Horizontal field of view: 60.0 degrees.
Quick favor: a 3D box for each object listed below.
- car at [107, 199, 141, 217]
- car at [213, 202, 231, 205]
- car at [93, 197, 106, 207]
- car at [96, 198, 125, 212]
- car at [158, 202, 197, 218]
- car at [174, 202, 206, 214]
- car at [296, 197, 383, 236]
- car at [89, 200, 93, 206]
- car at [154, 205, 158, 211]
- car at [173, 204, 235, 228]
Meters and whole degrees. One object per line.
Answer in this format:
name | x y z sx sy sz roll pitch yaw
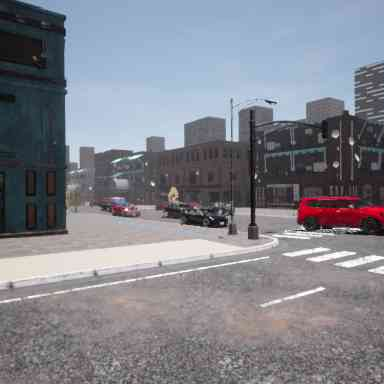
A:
car | -7.166 1.846 36.052 1.967 1.590 4.097 -1 0 -36
car | 2.872 1.809 36.421 2.008 1.369 4.403 -2 0 -36
car | -16.439 1.939 63.444 2.192 1.841 5.009 -1 0 -36
car | -11.320 2.006 46.385 1.837 1.490 4.892 -1 -1 -35
car | -0.970 1.804 31.854 1.837 1.490 4.892 -1 0 -36
car | -0.345 1.903 40.926 1.802 1.307 4.206 -2 0 -36
car | 8.764 1.285 19.080 2.150 2.045 5.566 0 -2 -43
car | -19.651 2.227 67.949 1.887 1.381 4.507 -1 0 -36
car | -3.562 1.965 45.429 1.802 1.307 4.206 -2 0 -36
car | 0.804 1.814 24.690 1.947 1.339 4.313 -2 0 -36
